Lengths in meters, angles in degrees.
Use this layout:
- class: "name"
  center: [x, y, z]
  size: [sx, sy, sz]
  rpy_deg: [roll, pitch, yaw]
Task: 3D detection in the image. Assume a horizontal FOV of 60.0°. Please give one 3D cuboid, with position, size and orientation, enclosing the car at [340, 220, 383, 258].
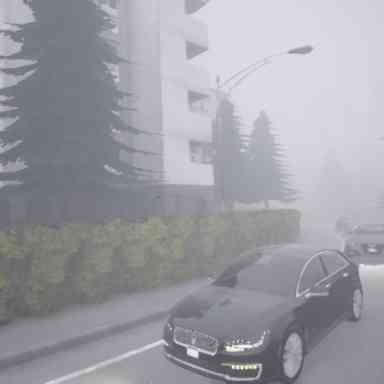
- class: "car"
  center: [7.891, 2.109, 14.504]
  size: [1.994, 1.385, 4.181]
  rpy_deg: [-4, -4, 29]

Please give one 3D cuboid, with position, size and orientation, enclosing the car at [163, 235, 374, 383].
- class: "car"
  center: [1.605, 1.797, 6.019]
  size: [1.837, 1.490, 4.892]
  rpy_deg: [-5, -4, 41]

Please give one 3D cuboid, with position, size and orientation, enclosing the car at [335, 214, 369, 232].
- class: "car"
  center: [12.557, 2.511, 26.132]
  size: [2.128, 1.511, 4.902]
  rpy_deg: [-3, -3, 12]
